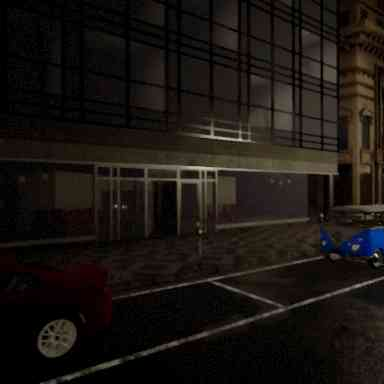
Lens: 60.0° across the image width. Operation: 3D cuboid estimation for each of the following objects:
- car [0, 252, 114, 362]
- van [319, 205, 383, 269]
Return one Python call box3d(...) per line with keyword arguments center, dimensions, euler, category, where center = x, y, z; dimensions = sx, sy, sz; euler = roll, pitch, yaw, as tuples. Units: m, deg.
box3d(center=(-3.299, 1.545, 4.300), dimensions=(4.507, 1.381, 1.887), euler=(0, 0, -35), category="car")
box3d(center=(5.824, 1.323, 10.805), dimensions=(3.998, 1.788, 1.690), euler=(0, 0, -35), category="van")
